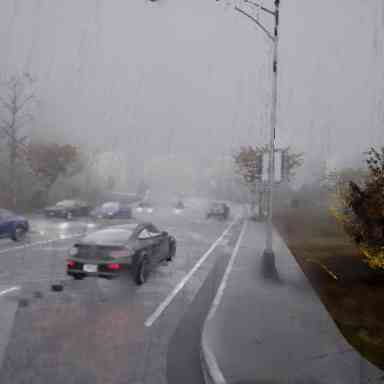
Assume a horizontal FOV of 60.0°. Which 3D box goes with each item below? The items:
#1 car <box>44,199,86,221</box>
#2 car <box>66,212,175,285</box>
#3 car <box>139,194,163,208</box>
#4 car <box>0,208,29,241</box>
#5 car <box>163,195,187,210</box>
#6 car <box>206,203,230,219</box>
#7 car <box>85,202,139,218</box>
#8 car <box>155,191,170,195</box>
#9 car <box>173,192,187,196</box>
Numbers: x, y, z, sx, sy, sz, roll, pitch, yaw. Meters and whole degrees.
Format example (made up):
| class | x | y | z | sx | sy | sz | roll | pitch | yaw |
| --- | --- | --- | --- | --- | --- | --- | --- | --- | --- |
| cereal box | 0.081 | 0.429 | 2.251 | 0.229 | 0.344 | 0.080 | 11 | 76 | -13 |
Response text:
| class | x | y | z | sx | sy | sz | roll | pitch | yaw |
| --- | --- | --- | --- | --- | --- | --- | --- | --- | --- |
| car | -9.458 | 1.300 | 25.932 | 1.882 | 1.535 | 5.008 | 2 | 0 | 11 |
| car | -1.791 | 1.534 | 9.554 | 1.812 | 1.442 | 4.674 | 2 | 0 | 11 |
| car | -5.771 | 1.362 | 45.175 | 1.837 | 1.490 | 4.892 | 2 | 0 | 10 |
| car | -8.365 | 1.321 | 12.943 | 1.812 | 1.442 | 4.674 | 2 | 0 | 11 |
| car | -2.401 | 1.502 | 44.184 | 1.812 | 1.442 | 4.674 | 2 | 0 | 11 |
| car | 2.599 | 1.779 | 32.646 | 2.033 | 1.411 | 5.357 | 2 | 0 | 11 |
| car | -5.991 | 1.468 | 25.455 | 1.812 | 1.442 | 4.674 | 2 | 0 | 11 |
| car | -8.032 | 0.545 | 94.467 | 2.128 | 1.511 | 4.902 | 2 | 1 | -37 |
| car | -3.387 | 0.720 | 93.831 | 1.882 | 1.535 | 5.008 | 2 | 1 | -37 |
